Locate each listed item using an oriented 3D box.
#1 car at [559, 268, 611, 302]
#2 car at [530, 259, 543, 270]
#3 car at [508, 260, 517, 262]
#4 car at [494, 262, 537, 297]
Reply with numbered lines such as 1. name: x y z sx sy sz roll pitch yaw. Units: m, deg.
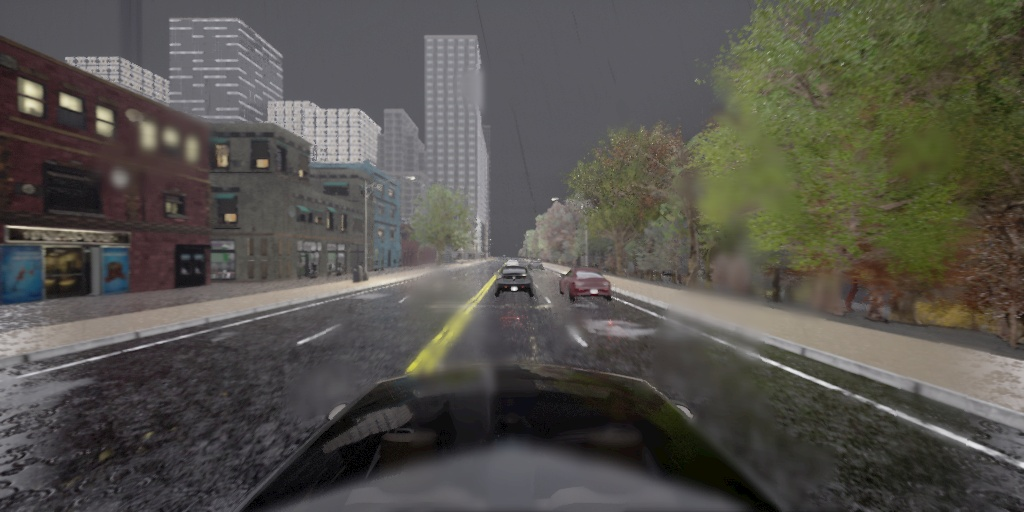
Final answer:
1. car: 3.355 1.277 16.951 1.812 1.442 4.674 0 0 0
2. car: 3.363 1.243 51.948 2.128 1.511 4.902 0 0 0
3. car: 0.112 1.278 53.636 1.812 1.442 4.674 0 0 0
4. car: 0.105 1.256 19.028 1.837 1.490 4.892 0 0 0
